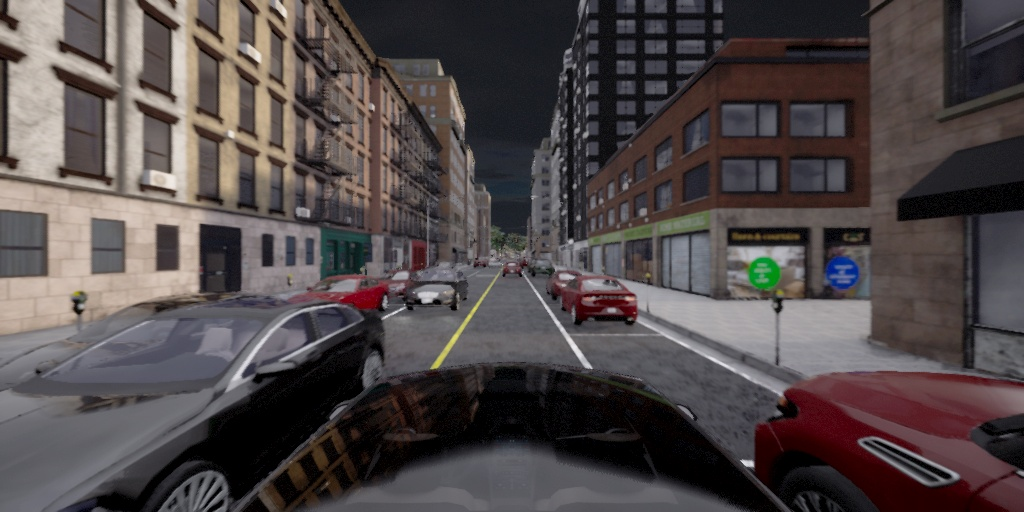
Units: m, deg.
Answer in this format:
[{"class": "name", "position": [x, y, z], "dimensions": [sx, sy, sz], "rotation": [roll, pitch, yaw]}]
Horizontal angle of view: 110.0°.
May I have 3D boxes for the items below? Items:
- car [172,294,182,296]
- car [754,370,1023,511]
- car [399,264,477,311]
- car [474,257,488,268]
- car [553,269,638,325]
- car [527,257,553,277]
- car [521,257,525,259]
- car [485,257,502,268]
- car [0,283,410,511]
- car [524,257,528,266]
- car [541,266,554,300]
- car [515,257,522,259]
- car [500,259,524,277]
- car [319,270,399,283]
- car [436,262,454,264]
[{"class": "car", "position": [-5.395, 1.324, 5.973], "dimensions": [1.948, 1.339, 4.313], "rotation": [0, 0, 0]}, {"class": "car", "position": [2.645, 1.061, 0.304], "dimensions": [2.192, 1.841, 5.009], "rotation": [0, 0, 0]}, {"class": "car", "position": [-2.862, 1.246, 14.596], "dimensions": [2.128, 1.511, 4.902], "rotation": [0, 0, 0]}, {"class": "car", "position": [-5.533, 1.060, 62.757], "dimensions": [2.192, 1.841, 5.009], "rotation": [0, 0, 0]}, {"class": "car", "position": [2.619, 1.291, 11.662], "dimensions": [1.888, 1.381, 4.507], "rotation": [0, 0, 0]}, {"class": "car", "position": [2.915, 1.094, 35.414], "dimensions": [2.097, 1.767, 4.553], "rotation": [0, 0, 0]}, {"class": "car", "position": [2.517, 1.050, 57.093], "dimensions": [2.192, 1.841, 5.009], "rotation": [0, 0, 0]}, {"class": "car", "position": [-2.918, 1.343, 60.275], "dimensions": [1.895, 1.301, 4.718], "rotation": [0, 0, 0]}, {"class": "car", "position": [-2.850, 1.247, 3.647], "dimensions": [2.128, 1.511, 4.902], "rotation": [0, 0, 0]}, {"class": "car", "position": [2.899, 1.092, 42.414], "dimensions": [2.097, 1.767, 4.553], "rotation": [0, 0, 0]}, {"class": "car", "position": [2.606, 1.327, 17.341], "dimensions": [1.802, 1.307, 4.207], "rotation": [0, 0, 0]}, {"class": "car", "position": [-0.006, 1.220, 49.011], "dimensions": [1.882, 1.535, 5.008], "rotation": [0, 0, 0]}, {"class": "car", "position": [0.022, 1.271, 35.955], "dimensions": [1.812, 1.442, 4.674], "rotation": [0, 0, 0]}, {"class": "car", "position": [-5.409, 1.303, 11.651], "dimensions": [1.888, 1.381, 4.507], "rotation": [0, 0, 0]}, {"class": "car", "position": [-5.450, 1.195, 28.686], "dimensions": [1.967, 1.591, 4.097], "rotation": [0, 0, 0]}]
